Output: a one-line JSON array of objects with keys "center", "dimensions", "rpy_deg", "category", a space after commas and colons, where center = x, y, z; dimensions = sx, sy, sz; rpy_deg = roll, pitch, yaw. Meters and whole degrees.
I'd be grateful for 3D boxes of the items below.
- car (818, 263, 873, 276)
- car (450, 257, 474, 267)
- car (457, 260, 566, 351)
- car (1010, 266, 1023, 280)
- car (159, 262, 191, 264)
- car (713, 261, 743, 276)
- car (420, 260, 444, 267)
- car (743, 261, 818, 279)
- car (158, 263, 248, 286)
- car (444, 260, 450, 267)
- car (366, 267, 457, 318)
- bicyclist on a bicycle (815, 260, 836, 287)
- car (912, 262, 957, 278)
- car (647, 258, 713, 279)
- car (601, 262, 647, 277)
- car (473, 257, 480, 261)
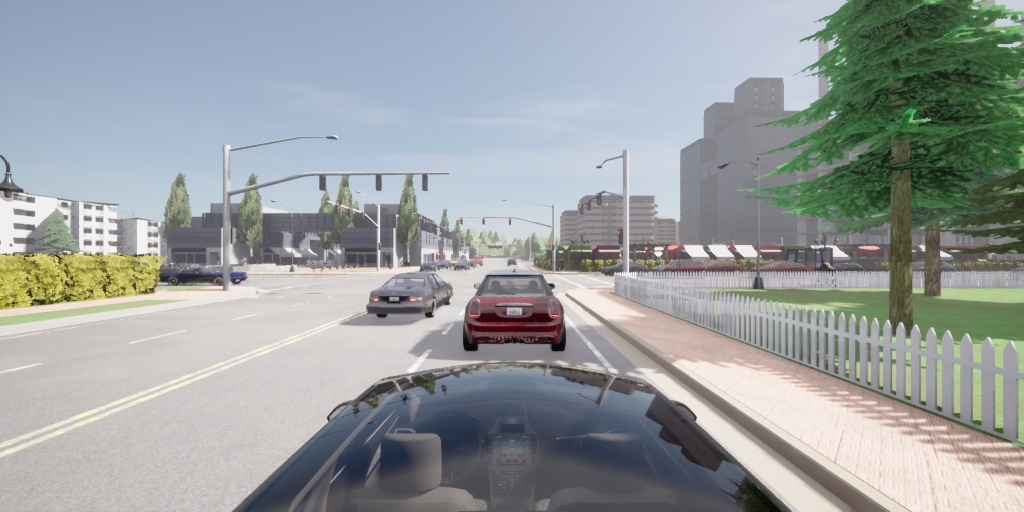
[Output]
[{"center": [33.437, 1.350, 36.333], "dimensions": [4.718, 1.301, 1.895], "rpy_deg": [0, 0, -1], "category": "car"}, {"center": [-7.094, 1.297, 51.442], "dimensions": [2.033, 1.411, 5.357], "rpy_deg": [0, 0, 0], "category": "car"}, {"center": [0.064, 1.102, 9.128], "dimensions": [2.097, 1.767, 4.553], "rpy_deg": [0, 0, 0], "category": "car"}, {"center": [43.879, 1.314, 29.433], "dimensions": [4.181, 1.385, 1.994], "rpy_deg": [0, 0, -3], "category": "car"}, {"center": [-25.390, 1.242, 27.774], "dimensions": [4.902, 1.511, 2.128], "rpy_deg": [0, 0, -2], "category": "car"}, {"center": [20.555, 1.228, 36.017], "dimensions": [5.008, 1.535, 1.882], "rpy_deg": [0, 0, -1], "category": "car"}, {"center": [-10.624, 1.314, 46.922], "dimensions": [1.994, 1.385, 4.181], "rpy_deg": [0, 0, 1], "category": "car"}, {"center": [24.358, 1.228, 32.608], "dimensions": [5.008, 1.535, 1.882], "rpy_deg": [0, 0, -1], "category": "car"}, {"center": [-20.881, 1.351, 24.378], "dimensions": [4.718, 1.301, 1.895], "rpy_deg": [0, 0, -1], "category": "car"}, {"center": [-10.596, 1.297, 56.165], "dimensions": [2.033, 1.411, 5.357], "rpy_deg": [0, 0, 0], "category": "car"}, {"center": [-3.418, 1.297, 12.963], "dimensions": [2.033, 1.411, 5.357], "rpy_deg": [0, 0, 0], "category": "car"}, {"center": [18.791, 1.052, 21.483], "dimensions": [0.582, 1.620, 1.656], "rpy_deg": [0, 0, -1], "category": "bicyclist on a bicycle"}, {"center": [37.697, 1.249, 32.926], "dimensions": [4.892, 1.490, 1.837], "rpy_deg": [-2, 0, -1], "category": "car"}, {"center": [15.079, 1.102, 32.376], "dimensions": [4.553, 1.767, 2.097], "rpy_deg": [0, 0, -1], "category": "car"}, {"center": [11.231, 1.276, 35.763], "dimensions": [4.674, 1.442, 1.812], "rpy_deg": [0, 0, -1], "category": "car"}, {"center": [-7.079, 1.351, 61.025], "dimensions": [1.895, 1.301, 4.718], "rpy_deg": [0, 0, 0], "category": "car"}]
